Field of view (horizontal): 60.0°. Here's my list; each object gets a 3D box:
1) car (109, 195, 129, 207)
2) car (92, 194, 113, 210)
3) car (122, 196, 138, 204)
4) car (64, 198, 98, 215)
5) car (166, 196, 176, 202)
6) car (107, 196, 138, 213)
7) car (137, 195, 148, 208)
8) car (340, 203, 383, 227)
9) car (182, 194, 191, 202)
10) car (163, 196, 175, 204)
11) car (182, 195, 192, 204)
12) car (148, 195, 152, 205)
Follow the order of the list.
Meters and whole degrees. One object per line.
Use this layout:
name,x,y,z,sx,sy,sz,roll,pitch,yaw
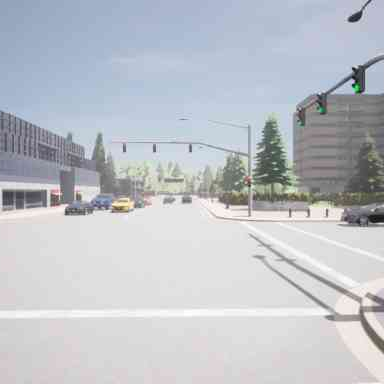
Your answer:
car,-11.499,1.352,52.678,2.097,1.767,4.553,0,0,-1
car,-11.375,1.221,42.778,2.150,2.045,5.566,0,0,-1
car,-11.595,1.491,62.937,2.128,1.511,4.902,0,0,0
car,-11.242,1.564,33.426,1.994,1.385,4.181,0,0,-1
car,-4.718,1.509,75.222,1.895,1.301,4.718,0,0,-1
car,-7.806,1.478,37.817,1.882,1.535,5.008,0,0,-1
car,-7.929,1.352,47.054,2.097,1.767,4.553,0,0,-1
car,12.502,1.491,22.191,4.902,1.511,2.128,0,0,-1
car,-1.213,1.355,74.976,2.097,1.767,4.553,0,0,-1
car,-4.573,1.547,64.587,2.033,1.411,5.357,0,0,-1
car,-0.976,1.505,64.910,1.837,1.490,4.892,0,0,-1
car,-8.050,1.352,57.168,2.097,1.767,4.553,0,0,-1
